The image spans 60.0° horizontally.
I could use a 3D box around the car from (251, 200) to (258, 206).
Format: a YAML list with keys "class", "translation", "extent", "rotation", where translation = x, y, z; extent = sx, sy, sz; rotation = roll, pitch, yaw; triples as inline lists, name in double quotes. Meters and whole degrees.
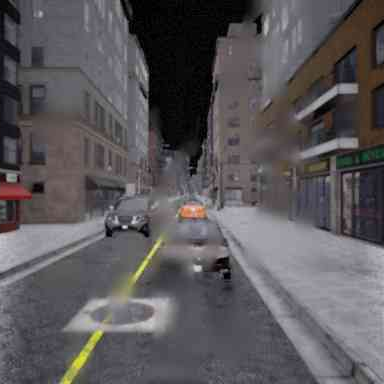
- class: "car"
  translation: [12.135, 1.599, 55.872]
  extent: [4.507, 1.381, 1.887]
  rotation: [-1, 0, 0]

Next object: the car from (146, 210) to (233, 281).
- class: "car"
  translation: [0.089, 1.525, 9.958]
  extent: [2.128, 1.511, 4.902]
  rotation: [0, 0, 0]

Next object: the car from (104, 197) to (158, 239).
- class: "car"
  translation: [-3.102, 1.280, 18.132]
  extent: [2.150, 2.045, 5.566]
  rotation: [0, 0, 0]

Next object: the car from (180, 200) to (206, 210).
- class: "car"
  translation: [0.093, 1.440, 28.388]
  extent: [2.097, 1.767, 4.553]
  rotation: [0, 0, 0]
